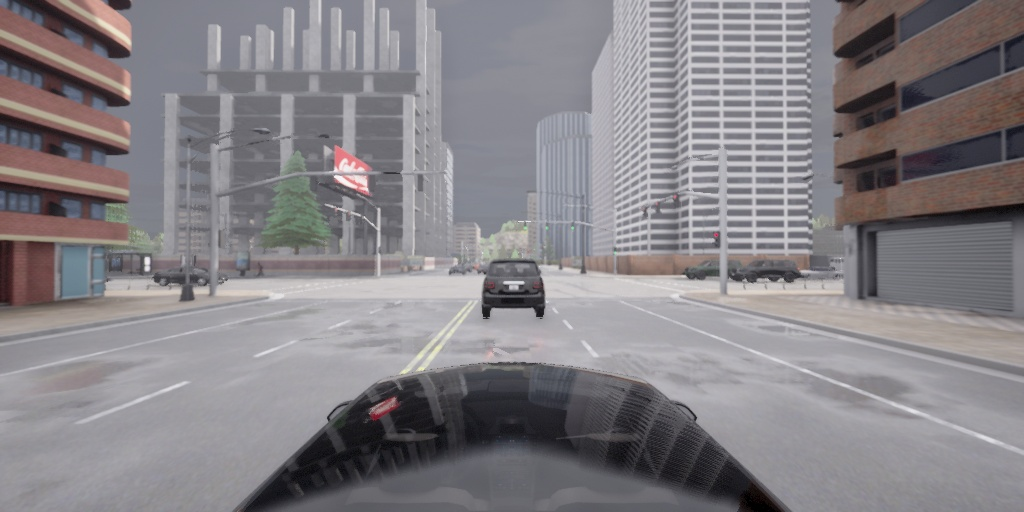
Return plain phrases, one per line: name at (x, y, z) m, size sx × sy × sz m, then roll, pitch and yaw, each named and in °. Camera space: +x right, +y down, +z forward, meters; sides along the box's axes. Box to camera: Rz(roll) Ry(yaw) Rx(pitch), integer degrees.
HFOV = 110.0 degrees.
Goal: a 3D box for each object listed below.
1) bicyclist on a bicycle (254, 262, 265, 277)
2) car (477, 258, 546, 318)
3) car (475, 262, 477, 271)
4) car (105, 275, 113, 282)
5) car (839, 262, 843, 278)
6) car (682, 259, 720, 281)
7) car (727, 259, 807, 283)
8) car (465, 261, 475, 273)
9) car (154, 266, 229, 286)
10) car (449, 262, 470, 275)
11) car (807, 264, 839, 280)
bicyclist on a bicycle at (-28.058, 1.491, 39.842) m, size 0.582 × 1.620 × 1.656 m, roll 0°, pitch 0°, yaw -1°
car at (0.026, 1.111, 13.947) m, size 2.150 × 2.045 × 5.566 m, roll 0°, pitch -1°, yaw -1°
car at (-3.833, 1.881, 51.562) m, size 1.994 × 1.385 × 4.181 m, roll 0°, pitch -1°, yaw 0°
car at (-34.508, 1.603, 27.793) m, size 5.357 × 1.411 × 2.033 m, roll 0°, pitch -1°, yaw -1°
car at (32.915, 1.565, 32.165) m, size 5.008 × 1.535 × 1.882 m, roll 0°, pitch -1°, yaw 0°
car at (19.972, 1.352, 35.553) m, size 5.566 × 2.045 × 2.150 m, roll 0°, pitch -1°, yaw -1°
car at (22.528, 1.311, 32.083) m, size 5.566 × 2.045 × 2.150 m, roll 0°, pitch -1°, yaw -1°
car at (-7.348, 1.889, 57.359) m, size 1.837 × 1.490 × 4.892 m, roll 0°, pitch -1°, yaw 0°
car at (-24.858, 1.559, 27.892) m, size 4.892 × 1.490 × 1.837 m, roll 0°, pitch -1°, yaw -1°
car at (-7.322, 1.850, 48.786) m, size 1.994 × 1.385 × 4.181 m, roll 0°, pitch -1°, yaw 0°
car at (30.104, 1.728, 35.642) m, size 4.718 × 1.301 × 1.895 m, roll 0°, pitch -1°, yaw 0°
